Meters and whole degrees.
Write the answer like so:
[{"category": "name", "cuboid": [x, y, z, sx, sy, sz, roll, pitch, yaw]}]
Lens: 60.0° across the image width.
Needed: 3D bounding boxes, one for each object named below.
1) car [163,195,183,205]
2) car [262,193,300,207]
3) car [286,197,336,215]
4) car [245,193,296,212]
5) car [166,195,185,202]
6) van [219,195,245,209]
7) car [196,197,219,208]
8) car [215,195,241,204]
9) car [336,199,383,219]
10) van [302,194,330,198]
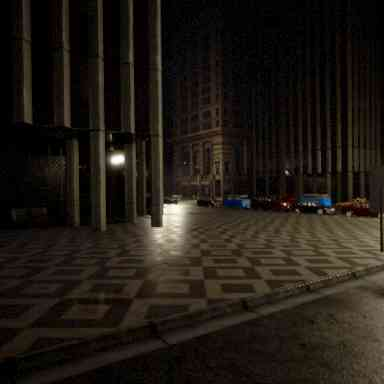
[{"category": "car", "cuboid": [-4.018, 1.437, 55.800, 2.008, 1.369, 4.403, -1, 1, -36]}, {"category": "car", "cuboid": [12.599, 1.129, 47.321, 2.192, 1.841, 5.009, -1, 1, -36]}, {"category": "car", "cuboid": [12.129, 1.548, 33.383, 2.008, 1.369, 4.403, -1, 1, -36]}, {"category": "car", "cuboid": [8.898, 1.289, 37.864, 2.192, 1.841, 5.009, -1, 1, -36]}, {"category": "car", "cuboid": [-3.536, 1.255, 69.745, 2.008, 1.369, 4.403, -1, 1, -36]}, {"category": "van", "cuboid": [5.668, 1.293, 42.348, 1.690, 1.788, 3.998, -1, 1, -36]}, {"category": "car", "cuboid": [2.440, 1.370, 46.832, 1.967, 1.590, 4.097, -1, 1, -36]}, {"category": "car", "cuboid": [6.047, 1.295, 56.429, 1.752, 1.417, 4.829, -1, 1, -36]}, {"category": "car", "cuboid": [15.358, 1.566, 28.900, 1.887, 1.381, 4.507, -1, 1, -36]}, {"category": "van", "cuboid": [15.827, 1.177, 42.837, 1.690, 1.788, 3.998, -1, 1, -36]}]
